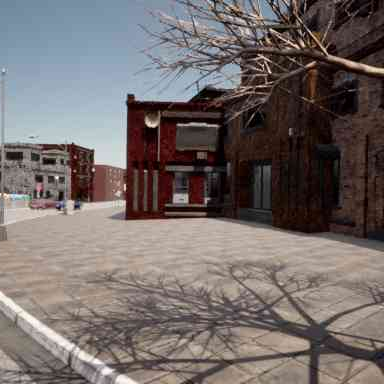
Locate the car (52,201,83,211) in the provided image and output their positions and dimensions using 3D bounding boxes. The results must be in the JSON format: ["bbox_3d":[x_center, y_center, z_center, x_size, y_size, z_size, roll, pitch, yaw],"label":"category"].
[{"bbox_3d":[-16.275,1.793,44.340,1.895,1.301,4.718,1,0,3],"label":"car"}]

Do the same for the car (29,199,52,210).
[{"bbox_3d":[-19.827,1.654,44.433,1.812,1.442,4.674,1,0,3],"label":"car"}]
